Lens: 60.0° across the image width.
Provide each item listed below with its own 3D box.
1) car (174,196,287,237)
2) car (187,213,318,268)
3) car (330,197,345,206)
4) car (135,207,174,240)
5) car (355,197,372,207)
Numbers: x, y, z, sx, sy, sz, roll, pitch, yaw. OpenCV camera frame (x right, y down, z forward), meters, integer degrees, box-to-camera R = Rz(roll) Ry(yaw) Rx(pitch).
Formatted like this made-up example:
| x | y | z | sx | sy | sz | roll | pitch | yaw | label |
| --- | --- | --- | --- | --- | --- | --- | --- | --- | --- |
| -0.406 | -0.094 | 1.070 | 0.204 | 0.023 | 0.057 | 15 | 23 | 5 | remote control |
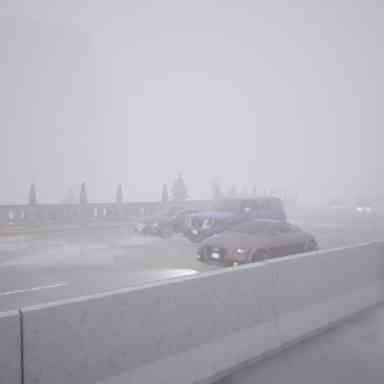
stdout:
| x | y | z | sx | sy | sz | roll | pitch | yaw | label |
| --- | --- | --- | --- | --- | --- | --- | --- | --- | --- |
| 2.141 | 1.221 | 15.026 | 5.566 | 2.045 | 2.150 | 0 | 0 | -43 | car |
| 2.158 | 1.564 | 10.455 | 4.181 | 1.385 | 1.994 | 0 | 0 | -41 | car |
| 23.176 | 1.563 | 53.224 | 1.994 | 1.385 | 4.181 | 0 | 0 | 19 | car |
| -0.654 | 1.492 | 17.261 | 4.902 | 1.511 | 2.128 | 0 | 0 | -43 | car |
| 25.814 | 1.491 | 50.262 | 2.128 | 1.511 | 4.902 | 0 | 0 | 20 | car |
